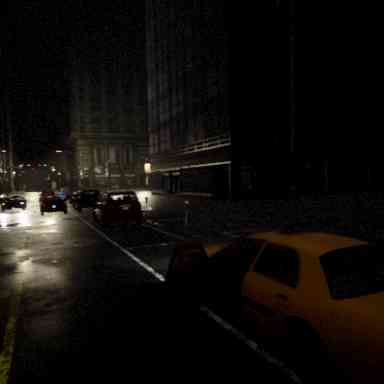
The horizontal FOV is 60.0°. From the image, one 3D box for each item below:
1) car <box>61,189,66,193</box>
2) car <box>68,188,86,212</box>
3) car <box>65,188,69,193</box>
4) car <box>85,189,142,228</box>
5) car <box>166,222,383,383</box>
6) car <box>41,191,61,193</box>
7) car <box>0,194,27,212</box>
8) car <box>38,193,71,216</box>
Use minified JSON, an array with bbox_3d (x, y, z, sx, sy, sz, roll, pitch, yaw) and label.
[{"bbox_3d":[-16.180,0.681,44.126,1.802,1.307,4.206,-3,2,-25],"label":"car"},{"bbox_3d":[-9.037,0.682,28.755,2.192,1.841,5.009,-3,2,-25],"label":"car"},{"bbox_3d":[-11.417,0.719,33.880,1.967,1.590,4.097,-3,2,-25],"label":"car"},{"bbox_3d":[-4.270,0.854,18.515,2.192,1.841,5.009,-3,2,-25],"label":"car"},{"bbox_3d":[1.413,1.233,5.138,1.801,1.575,5.366,-3,2,-25],"label":"car"},{"bbox_3d":[-17.443,0.617,40.197,2.097,1.767,4.553,-3,2,-24],"label":"car"},{"bbox_3d":[-17.142,1.115,32.227,1.895,1.301,4.718,-3,2,-24],"label":"car"},{"bbox_3d":[-11.334,1.057,27.104,1.994,1.385,4.181,-3,2,-25],"label":"car"}]
